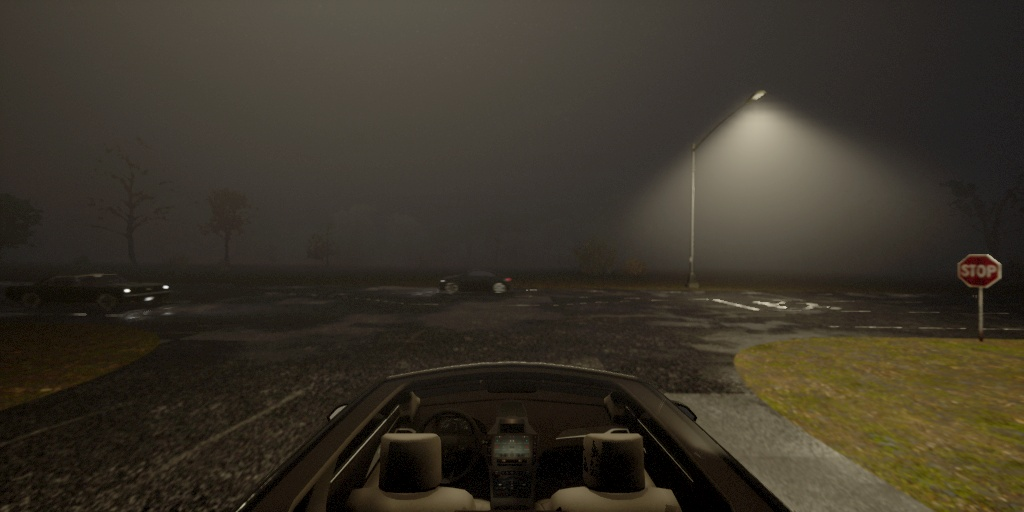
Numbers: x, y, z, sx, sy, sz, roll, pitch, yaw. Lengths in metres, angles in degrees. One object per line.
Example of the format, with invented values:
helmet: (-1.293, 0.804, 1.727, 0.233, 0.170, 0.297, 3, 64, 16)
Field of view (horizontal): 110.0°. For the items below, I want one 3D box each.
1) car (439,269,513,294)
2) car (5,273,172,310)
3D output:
car: (-2.054, 1.434, 20.690, 4.181, 1.385, 1.994, 0, 0, 2)
car: (-16.426, 1.339, 14.106, 4.718, 1.301, 1.895, 1, 0, 2)
